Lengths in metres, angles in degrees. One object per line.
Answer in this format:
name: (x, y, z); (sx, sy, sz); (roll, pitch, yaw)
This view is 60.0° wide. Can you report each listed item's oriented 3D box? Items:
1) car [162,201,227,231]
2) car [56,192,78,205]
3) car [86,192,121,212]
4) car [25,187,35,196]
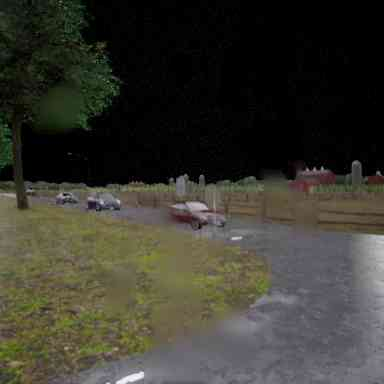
car: (-0.014, 1.265, 19.147); (1.812, 1.442, 4.674); (-1, 2, -35)
car: (-16.108, 0.816, 42.731); (1.837, 1.490, 4.892); (-1, 1, -34)
car: (-8.339, 0.855, 31.283); (2.097, 1.767, 4.553); (-1, 2, -34)
car: (-40.991, 0.202, 84.187); (1.882, 1.535, 5.008); (-1, 1, -34)
